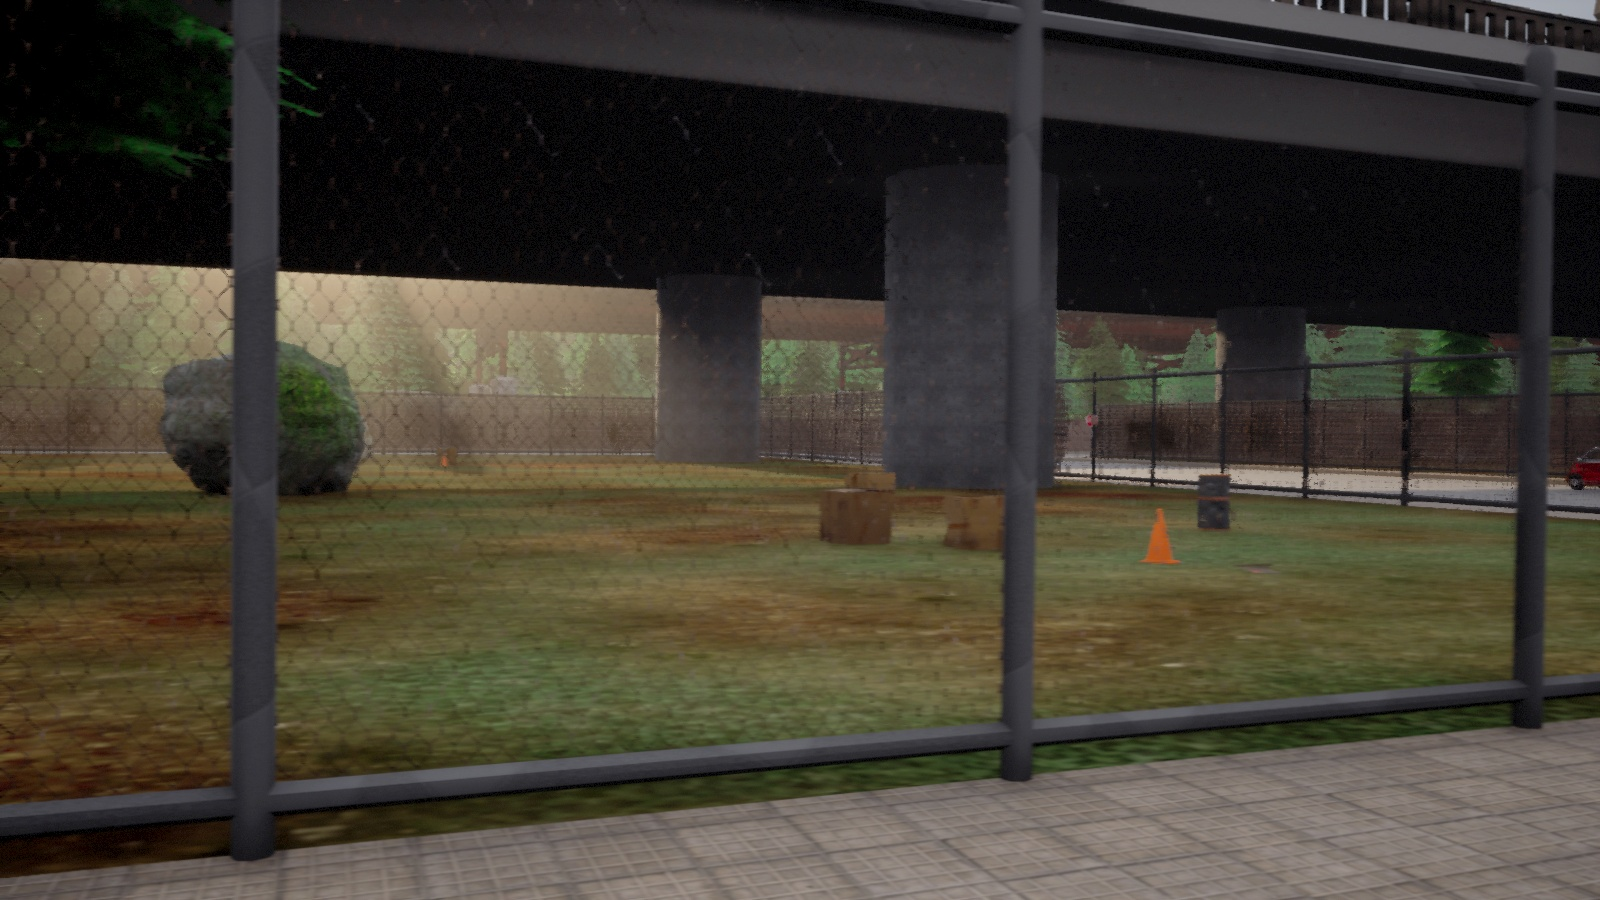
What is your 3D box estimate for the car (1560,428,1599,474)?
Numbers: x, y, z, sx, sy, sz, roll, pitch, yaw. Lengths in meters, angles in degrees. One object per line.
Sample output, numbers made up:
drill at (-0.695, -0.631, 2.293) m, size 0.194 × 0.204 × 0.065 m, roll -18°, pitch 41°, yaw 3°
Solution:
car at (24.496, 0.027, 37.884) m, size 1.481 × 1.376 × 2.207 m, roll -1°, pitch 1°, yaw -21°
